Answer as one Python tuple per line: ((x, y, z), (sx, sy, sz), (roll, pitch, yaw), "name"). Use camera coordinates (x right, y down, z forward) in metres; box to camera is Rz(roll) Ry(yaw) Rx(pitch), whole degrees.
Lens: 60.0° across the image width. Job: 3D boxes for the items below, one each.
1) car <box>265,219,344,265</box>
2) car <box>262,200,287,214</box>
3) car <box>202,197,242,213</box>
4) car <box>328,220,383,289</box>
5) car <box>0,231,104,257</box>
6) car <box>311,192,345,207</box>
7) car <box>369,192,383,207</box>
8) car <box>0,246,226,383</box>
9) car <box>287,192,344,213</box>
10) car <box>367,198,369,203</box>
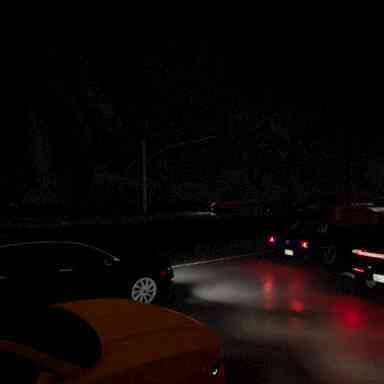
((4.818, 1.590, 11.652), (4.718, 1.301, 1.895), (0, 0, -36), "car")
((8.734, 1.502, 32.165), (4.181, 1.385, 1.994), (0, 0, -36), "car")
((3.320, 1.298, 36.868), (4.553, 1.767, 2.097), (0, 0, -36), "car")
((5.678, 1.483, 7.946), (4.902, 1.511, 2.128), (0, 0, -36), "car")
((-2.620, 1.504, 6.176), (4.892, 1.490, 1.837), (0, 0, -36), "car")
((20.268, 1.054, 49.400), (5.566, 2.045, 2.150), (0, 0, -36), "car")
((27.162, 1.034, 45.793), (5.566, 2.045, 2.150), (0, 0, -36), "car")
((-1.969, 1.477, 2.320), (5.008, 1.535, 1.882), (0, 0, -36), "car")
((11.378, 1.155, 29.766), (5.566, 2.045, 2.150), (0, 0, -36), "car")
((32.753, 1.347, 58.537), (4.718, 1.301, 1.895), (0, 0, -36), "car")
